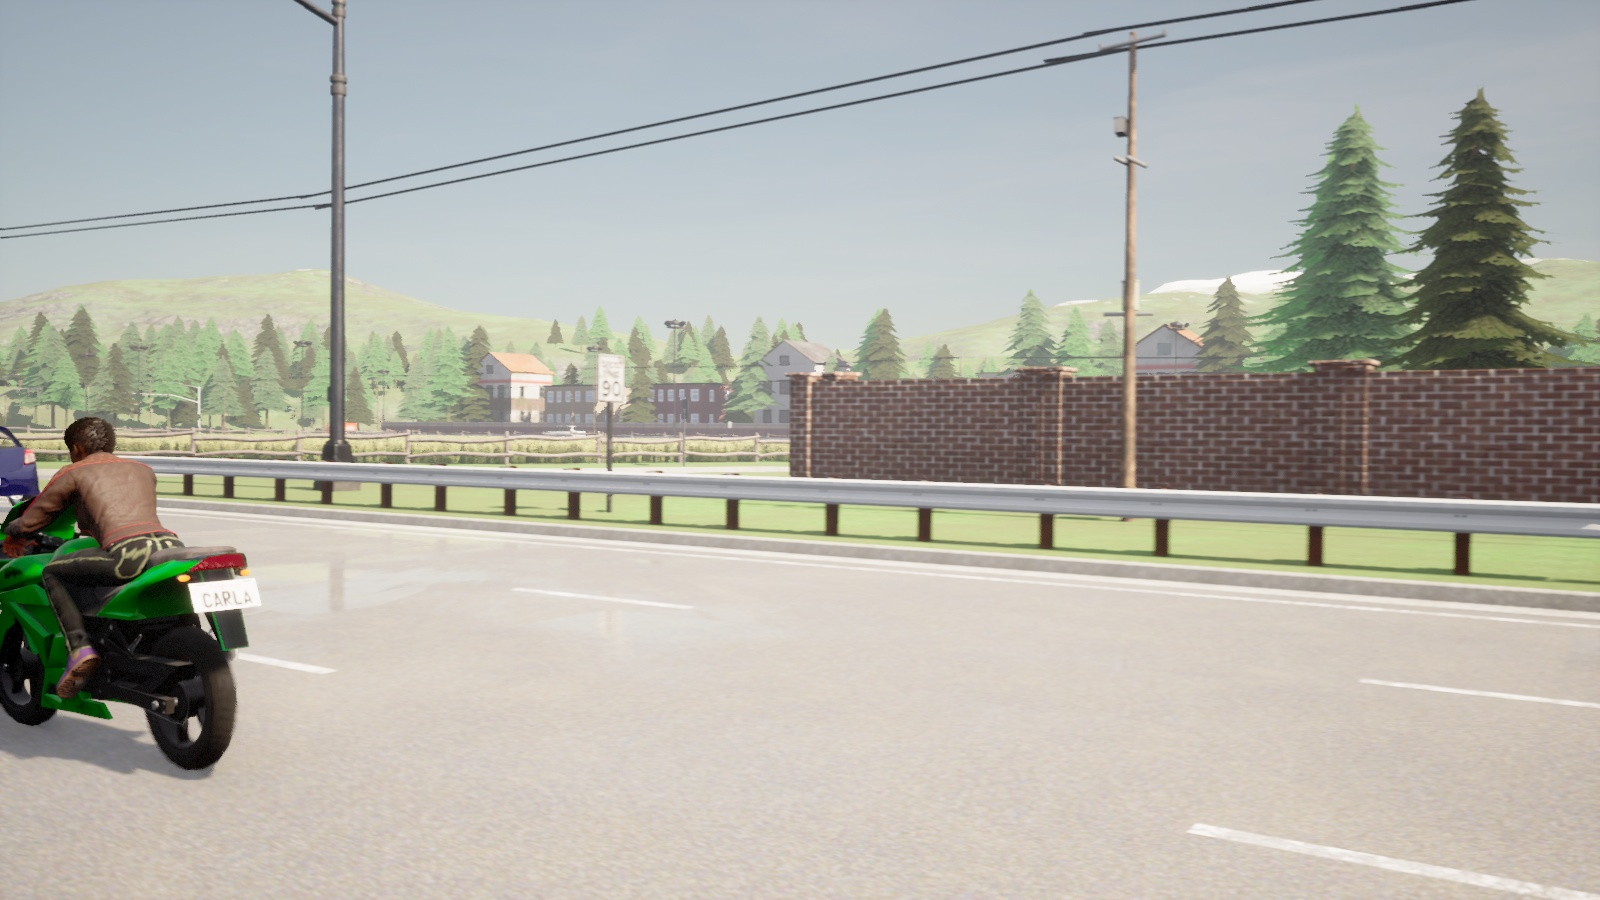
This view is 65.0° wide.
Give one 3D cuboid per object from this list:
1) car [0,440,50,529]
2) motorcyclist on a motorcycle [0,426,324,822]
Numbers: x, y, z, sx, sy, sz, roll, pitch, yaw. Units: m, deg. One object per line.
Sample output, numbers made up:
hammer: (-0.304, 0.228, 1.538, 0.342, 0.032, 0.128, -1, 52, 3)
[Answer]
car: (-15.045, 0.582, 22.021, 3.633, 1.501, 1.845, 0, 1, 34)
motorcyclist on a motorcycle: (-3.163, 0.664, 5.724, 2.044, 1.523, 0.797, 0, 1, 34)
